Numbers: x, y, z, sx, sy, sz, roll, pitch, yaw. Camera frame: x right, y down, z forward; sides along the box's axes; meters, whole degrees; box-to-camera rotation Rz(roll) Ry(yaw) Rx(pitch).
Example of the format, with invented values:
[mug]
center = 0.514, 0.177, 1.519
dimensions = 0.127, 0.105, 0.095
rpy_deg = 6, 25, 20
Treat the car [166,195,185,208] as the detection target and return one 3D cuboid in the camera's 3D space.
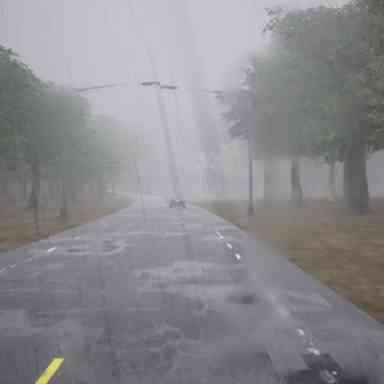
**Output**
[car]
center = -2.052, 1.243, 44.808
dimensions = 2.097, 1.767, 4.553
rpy_deg = 0, 0, -5
